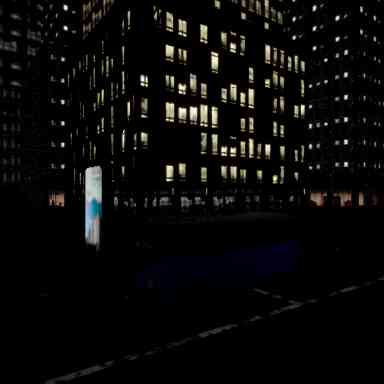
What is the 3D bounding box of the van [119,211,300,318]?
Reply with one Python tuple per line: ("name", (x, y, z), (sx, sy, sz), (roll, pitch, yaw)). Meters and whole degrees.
("van", (0.535, 1.340, 7.101), (3.998, 1.788, 1.690), (0, 0, -35))
